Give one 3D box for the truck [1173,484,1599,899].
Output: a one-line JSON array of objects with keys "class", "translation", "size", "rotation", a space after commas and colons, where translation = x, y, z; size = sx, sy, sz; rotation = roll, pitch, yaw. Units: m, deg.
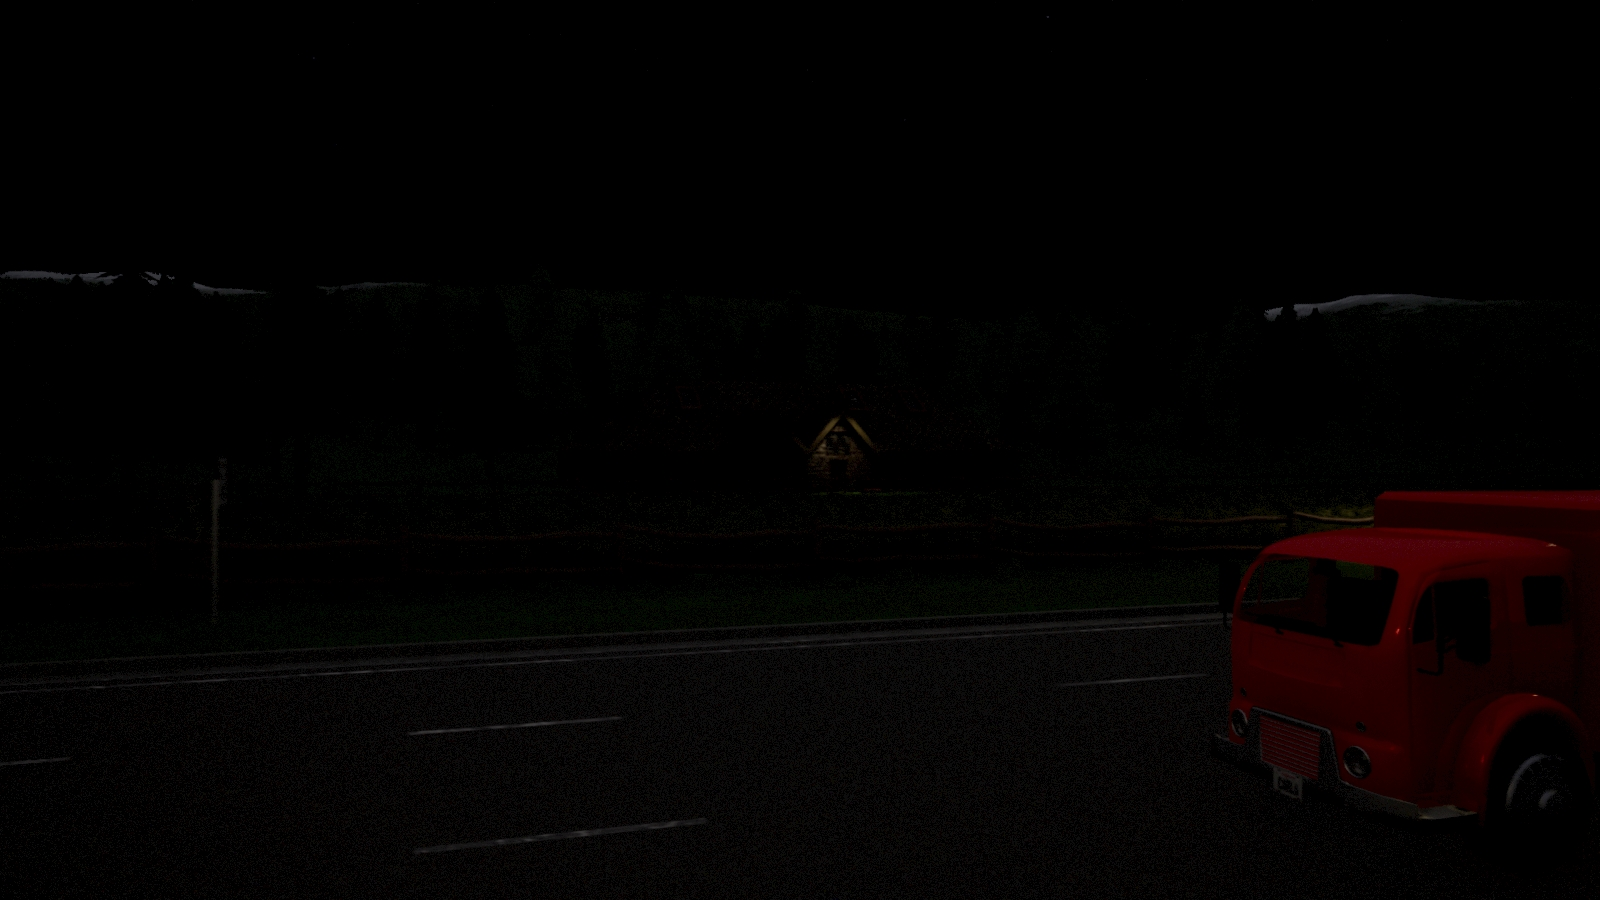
[{"class": "truck", "translation": [5.961, 1.566, 9.006], "size": [5.204, 2.467, 2.627], "rotation": [0, 0, -18]}]
